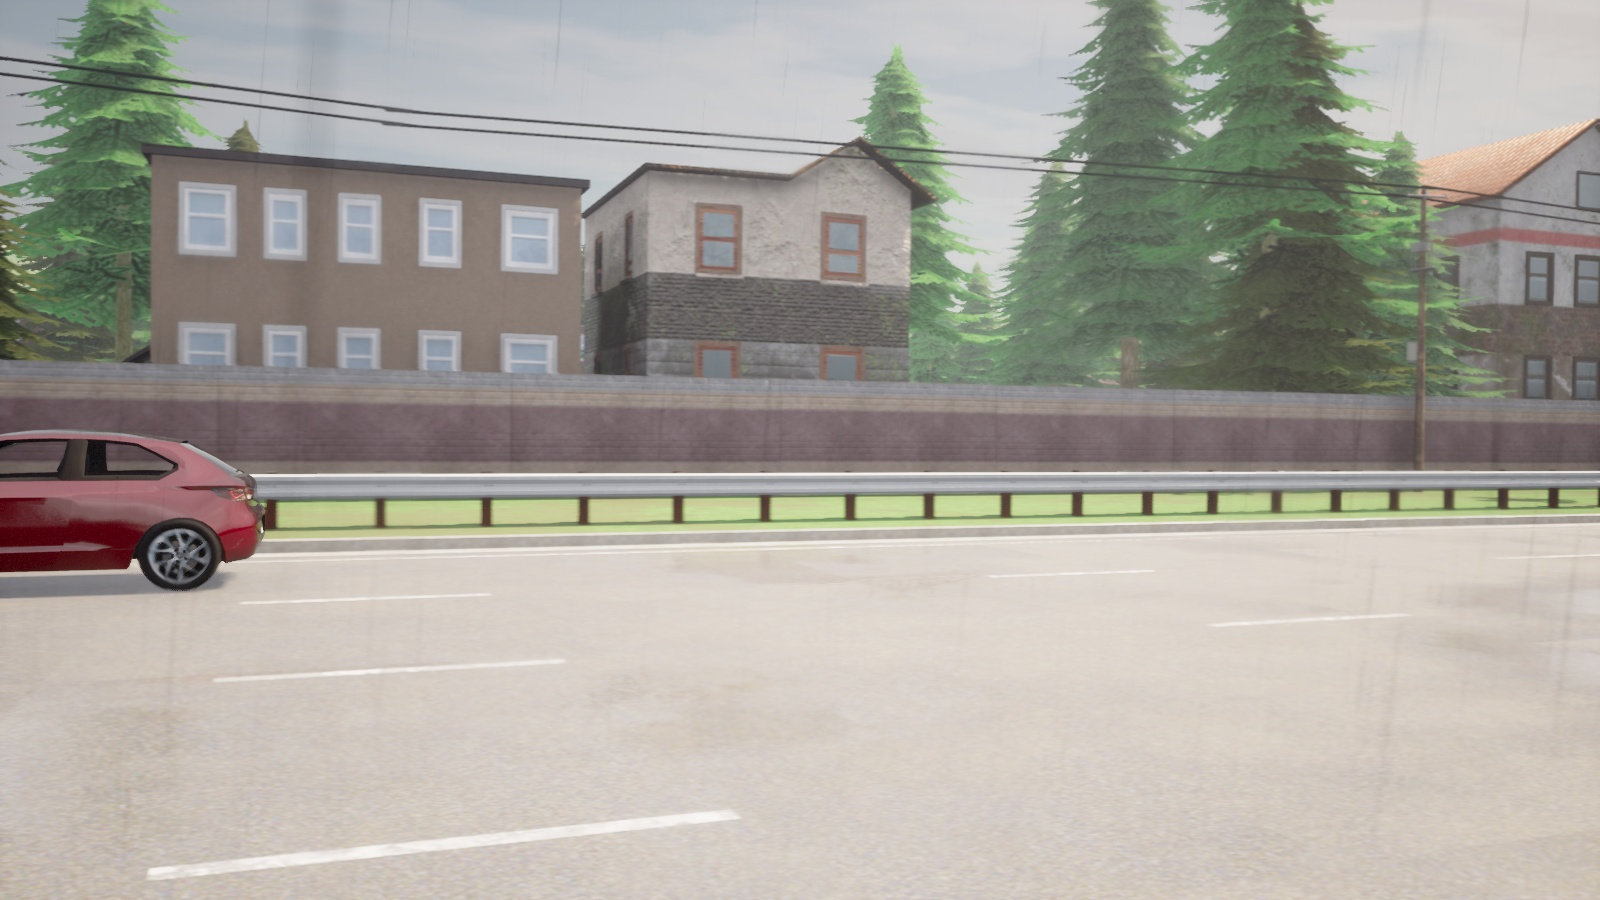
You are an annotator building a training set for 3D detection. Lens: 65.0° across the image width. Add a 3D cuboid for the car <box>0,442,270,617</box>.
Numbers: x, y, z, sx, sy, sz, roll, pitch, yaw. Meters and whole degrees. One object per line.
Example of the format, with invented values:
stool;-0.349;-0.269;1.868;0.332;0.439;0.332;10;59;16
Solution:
car;-7.261;0.700;11.713;4.193;1.474;1.816;-1;1;-21
